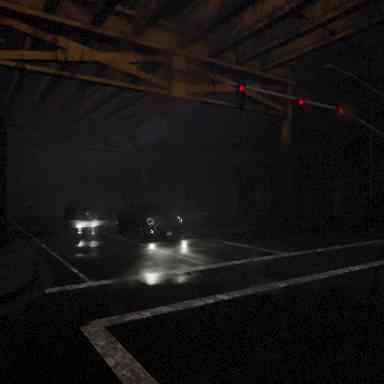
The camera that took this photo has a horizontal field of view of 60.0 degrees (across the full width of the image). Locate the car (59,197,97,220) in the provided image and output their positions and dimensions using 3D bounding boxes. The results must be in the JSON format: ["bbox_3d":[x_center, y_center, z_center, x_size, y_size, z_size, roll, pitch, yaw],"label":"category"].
[{"bbox_3d":[-9.636,1.492,28.570,2.128,1.511,4.902,0,0,-33],"label":"car"}]

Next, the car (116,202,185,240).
[{"bbox_3d":[-2.265,1.352,17.260,2.097,1.767,4.553,0,0,-33],"label":"car"}]
